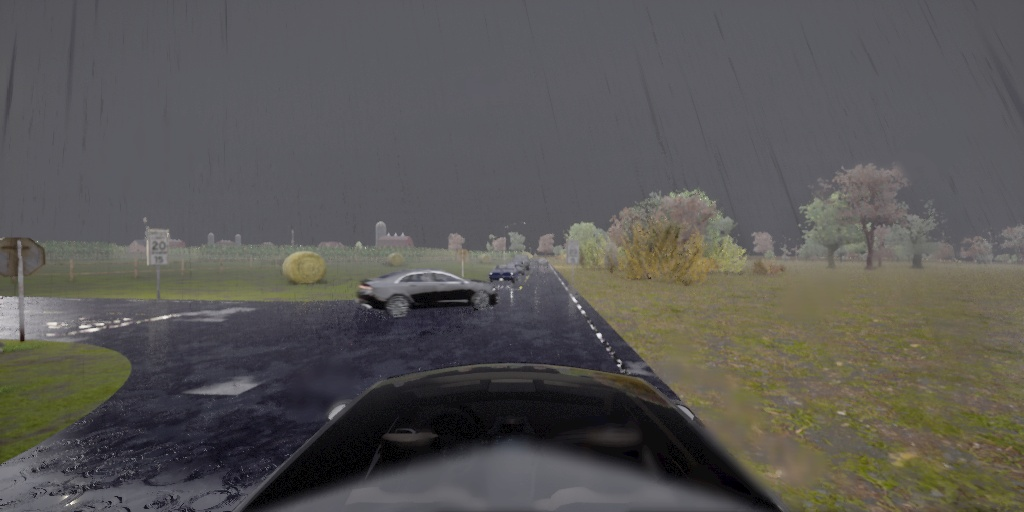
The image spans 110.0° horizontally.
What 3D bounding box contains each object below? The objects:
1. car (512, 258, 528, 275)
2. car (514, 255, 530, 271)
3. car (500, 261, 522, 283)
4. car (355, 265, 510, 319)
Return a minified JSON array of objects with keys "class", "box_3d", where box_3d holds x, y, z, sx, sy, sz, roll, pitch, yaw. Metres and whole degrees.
[{"class":"car","box_3d":[0.320,1.224,36.584,1.994,1.385,4.181,0,0,5]},{"class":"car","box_3d":[1.231,0.862,47.077,2.150,2.045,5.566,0,0,5]},{"class":"car","box_3d":[-0.538,1.283,26.659,1.895,1.301,4.718,0,0,5]},{"class":"car","box_3d":[-2.801,1.184,12.502,4.902,1.511,2.128,0,1,-32]}]
